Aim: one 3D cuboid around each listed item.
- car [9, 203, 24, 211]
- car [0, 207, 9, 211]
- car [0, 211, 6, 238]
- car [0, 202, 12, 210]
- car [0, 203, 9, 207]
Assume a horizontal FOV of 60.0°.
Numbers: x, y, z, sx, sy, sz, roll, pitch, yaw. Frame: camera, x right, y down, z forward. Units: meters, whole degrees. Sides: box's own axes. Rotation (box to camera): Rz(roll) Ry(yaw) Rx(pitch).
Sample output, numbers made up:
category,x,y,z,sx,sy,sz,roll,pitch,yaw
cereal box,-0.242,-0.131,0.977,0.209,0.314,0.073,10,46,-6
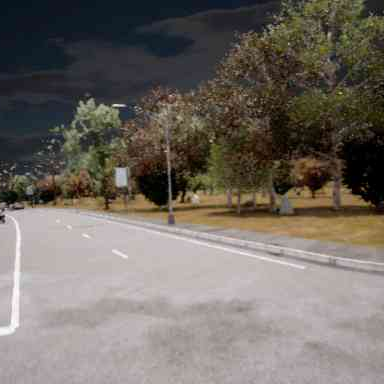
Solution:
category,x,y,z,sx,sy,sz,roll,pitch,yaw
car,-36.866,3.110,69.909,1.994,1.385,4.181,-3,0,-44
car,-20.702,2.586,35.092,1.895,1.301,4.718,-3,0,-29
car,-11.420,2.074,17.830,2.128,1.511,4.902,-3,0,-28
car,-43.796,3.236,77.063,4.902,1.511,2.128,-2,0,43
car,-39.341,3.241,67.428,1.994,1.385,4.181,-3,0,-44
